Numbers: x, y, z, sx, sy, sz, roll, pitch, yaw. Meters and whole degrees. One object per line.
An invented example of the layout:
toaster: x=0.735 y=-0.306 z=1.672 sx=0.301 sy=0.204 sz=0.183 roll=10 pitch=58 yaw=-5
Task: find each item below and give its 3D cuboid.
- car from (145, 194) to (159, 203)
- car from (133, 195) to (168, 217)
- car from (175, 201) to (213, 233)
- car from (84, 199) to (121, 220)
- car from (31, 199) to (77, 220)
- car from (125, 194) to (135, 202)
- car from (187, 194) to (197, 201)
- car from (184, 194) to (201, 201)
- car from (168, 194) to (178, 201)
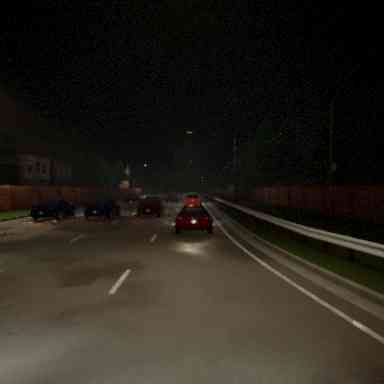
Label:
car: x=-7.020 y=1.124 z=58.625 sx=1.895 sy=1.301 sz=4.718 roll=0 pitch=0 yaw=0
car: x=-3.411 y=1.249 z=28.057 sx=1.882 sy=1.535 sz=5.008 roll=0 pitch=0 yaw=0
car: x=0.094 y=1.413 z=18.391 sx=1.994 sy=1.385 sz=4.181 roll=0 pitch=0 yaw=0
car: x=-6.910 y=1.264 z=26.144 sx=1.882 sy=1.535 sz=5.008 roll=0 pitch=0 yaw=0
car: x=-10.409 y=1.270 z=25.407 sx=1.882 sy=1.535 sz=5.008 roll=0 pitch=0 yaw=0
car: x=-10.520 y=1.087 z=58.560 sx=1.994 sy=1.385 sz=4.181 roll=0 pitch=0 yaw=0
car: x=-0.020 y=1.043 z=68.172 sx=1.895 sy=1.301 sz=4.718 roll=0 pitch=0 yaw=0
car: x=0.085 y=1.021 z=40.589 sx=2.097 sy=1.767 sz=4.553 roll=0 pitch=0 yaw=0
car: x=-3.520 y=1.087 z=58.596 sx=1.994 sy=1.385 sz=4.181 roll=0 pitch=0 yaw=0
